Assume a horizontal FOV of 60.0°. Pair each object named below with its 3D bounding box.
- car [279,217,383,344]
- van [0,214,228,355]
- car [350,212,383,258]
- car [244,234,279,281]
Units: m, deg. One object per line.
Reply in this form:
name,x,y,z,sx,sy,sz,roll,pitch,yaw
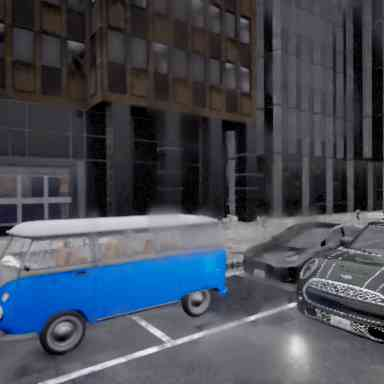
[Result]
car,4.018,1.306,6.194,4.553,1.767,2.097,-1,0,-35
van,-1.239,1.326,5.768,3.998,1.788,1.690,0,0,-36
car,7.940,1.477,12.315,4.313,1.339,1.947,0,0,-36
car,3.351,1.514,9.042,4.313,1.339,1.947,0,0,-36
